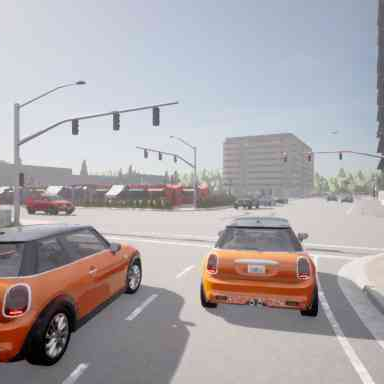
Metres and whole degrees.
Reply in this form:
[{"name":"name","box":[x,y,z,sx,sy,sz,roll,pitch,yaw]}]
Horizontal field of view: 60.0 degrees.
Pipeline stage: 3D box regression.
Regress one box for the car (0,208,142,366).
[{"name":"car","box":[-2.497,1.352,6.104,2.097,1.767,4.553,0,0,10]}]

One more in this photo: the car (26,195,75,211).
[{"name":"car","box":[-14.473,1.280,33.886,5.566,2.045,2.150,-1,0,28]}]

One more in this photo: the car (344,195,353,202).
[{"name":"car","box":[36.651,1.500,77.813,1.837,1.490,4.892,0,0,27]}]

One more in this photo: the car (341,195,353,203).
[{"name":"car","box":[32.066,1.595,68.988,1.895,1.301,4.718,0,0,27]}]

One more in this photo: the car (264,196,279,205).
[{"name":"car","box":[12.027,1.352,53.395,2.097,1.767,4.553,0,0,28]}]

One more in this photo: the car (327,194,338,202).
[{"name":"car","box":[33.514,1.355,79.366,2.097,1.767,4.553,0,0,27]}]

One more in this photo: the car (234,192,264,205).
[{"name":"car","box":[7.422,1.221,44.553,2.150,2.045,5.566,0,0,27]}]

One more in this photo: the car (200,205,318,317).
[{"name":"car","box":[1.618,1.352,7.816,2.097,1.767,4.553,0,0,14]}]

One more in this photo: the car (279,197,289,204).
[{"name":"car","box":[16.665,1.601,62.230,1.895,1.301,4.718,0,0,28]}]

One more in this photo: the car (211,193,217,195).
[{"name":"car","box":[5.019,1.209,86.950,4.605,1.855,1.932,0,0,28]}]
